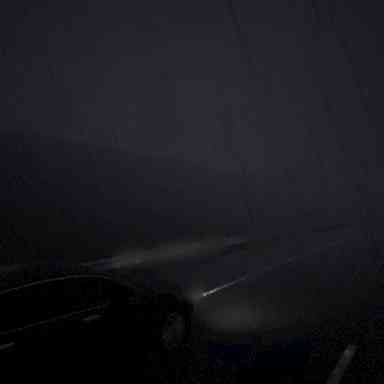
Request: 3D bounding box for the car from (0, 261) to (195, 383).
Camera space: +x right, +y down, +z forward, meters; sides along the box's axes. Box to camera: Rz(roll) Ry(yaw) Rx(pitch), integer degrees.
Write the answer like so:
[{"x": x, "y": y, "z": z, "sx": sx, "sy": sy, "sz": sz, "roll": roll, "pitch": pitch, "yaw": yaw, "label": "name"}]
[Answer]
[{"x": -1.855, "y": 1.664, "z": 4.245, "sx": 1.837, "sy": 1.490, "sz": 4.892, "roll": -2, "pitch": -2, "yaw": 36, "label": "car"}]
